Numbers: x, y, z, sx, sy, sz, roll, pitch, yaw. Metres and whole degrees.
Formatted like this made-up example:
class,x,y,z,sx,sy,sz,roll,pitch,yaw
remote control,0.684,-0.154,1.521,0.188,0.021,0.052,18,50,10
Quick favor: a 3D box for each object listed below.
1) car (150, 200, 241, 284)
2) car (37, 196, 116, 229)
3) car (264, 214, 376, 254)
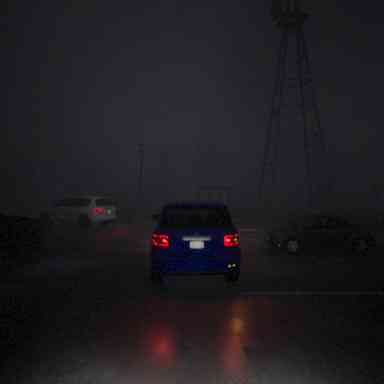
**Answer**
class,x,y,z,sx,sy,sz,roll,pitch,yaw
car,-0.015,1.253,9.840,2.150,2.045,5.566,0,0,-3
car,-7.687,1.297,22.176,5.566,2.045,2.150,0,0,24
car,4.852,1.564,12.955,3.905,1.438,1.784,0,0,0
